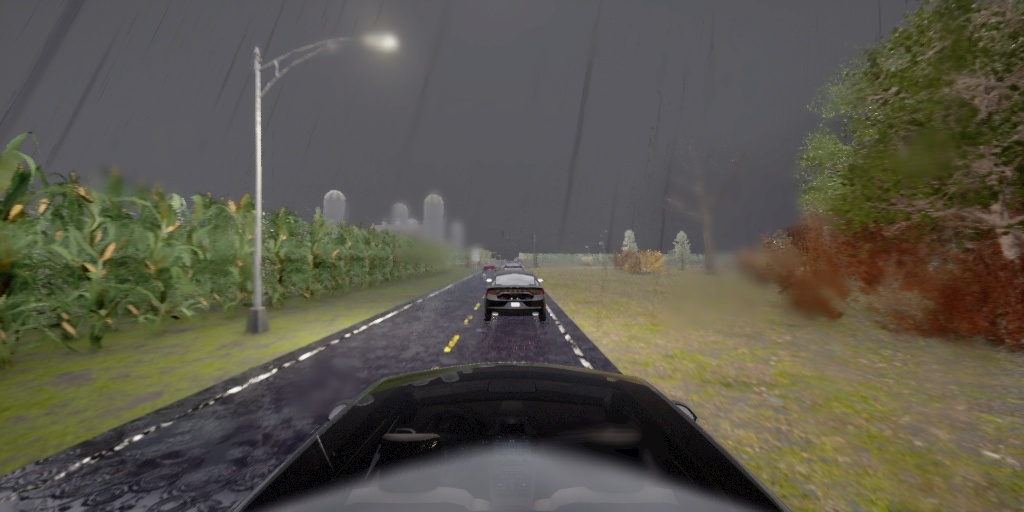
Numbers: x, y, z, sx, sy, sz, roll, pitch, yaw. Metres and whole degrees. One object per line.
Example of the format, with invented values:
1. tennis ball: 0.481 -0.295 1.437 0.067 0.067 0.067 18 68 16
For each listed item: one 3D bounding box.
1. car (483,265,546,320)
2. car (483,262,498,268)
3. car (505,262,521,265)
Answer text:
1. car: 0.098 1.234 12.688 1.882 1.535 5.008 0 0 0
2. car: -2.803 1.401 47.495 1.895 1.301 4.718 0 0 1
3. car: 0.097 1.268 32.092 2.128 1.511 4.902 0 0 0
